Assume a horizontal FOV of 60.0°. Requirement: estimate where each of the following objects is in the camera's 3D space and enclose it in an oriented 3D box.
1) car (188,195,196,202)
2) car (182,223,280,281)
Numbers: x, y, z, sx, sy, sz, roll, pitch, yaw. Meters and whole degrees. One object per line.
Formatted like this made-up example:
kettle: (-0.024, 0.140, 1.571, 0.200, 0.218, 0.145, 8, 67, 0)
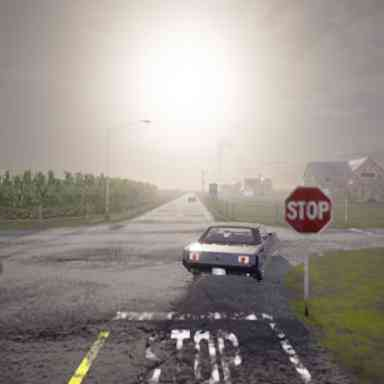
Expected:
car: (0.006, 1.368, 72.723, 2.128, 1.511, 4.902, 0, 0, 0)
car: (1.404, 1.569, 9.890, 1.895, 1.301, 4.718, 0, 0, 20)
